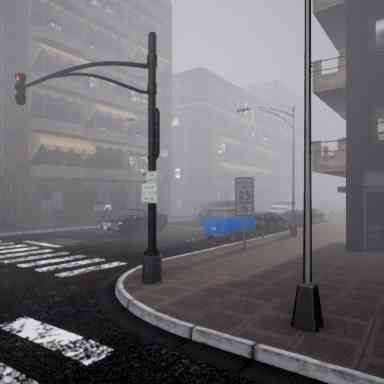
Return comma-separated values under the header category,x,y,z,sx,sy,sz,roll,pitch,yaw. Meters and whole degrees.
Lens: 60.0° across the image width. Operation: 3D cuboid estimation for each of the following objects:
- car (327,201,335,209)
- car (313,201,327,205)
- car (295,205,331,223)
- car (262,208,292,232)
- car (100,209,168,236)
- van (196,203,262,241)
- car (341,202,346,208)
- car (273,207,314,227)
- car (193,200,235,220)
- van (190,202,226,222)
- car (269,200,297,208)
category,x,y,z,sx,sy,sz,roll,pitch,yaw
car,27.342,2.728,68.840,2.192,1.841,5.009,-1,-2,35
car,24.131,2.889,64.320,1.802,1.307,4.206,-1,-2,35
car,11.697,2.233,32.443,2.008,1.369,4.403,-1,-2,35
car,5.275,2.035,23.416,1.947,1.339,4.313,-1,-2,35
car,-3.520,1.815,20.963,2.128,1.511,4.902,0,-1,35
van,2.200,1.704,18.809,1.690,1.788,3.998,-1,-2,35
car,40.091,3.376,86.754,1.752,1.417,4.829,-1,-2,35
car,8.485,2.158,27.929,1.802,1.307,4.206,-1,-2,35
car,2.769,1.755,29.790,2.150,2.045,5.566,0,-1,36
van,1.653,1.903,32.731,1.690,1.788,3.998,-1,-2,35
car,11.661,2.051,42.245,2.150,2.045,5.566,0,-1,36
